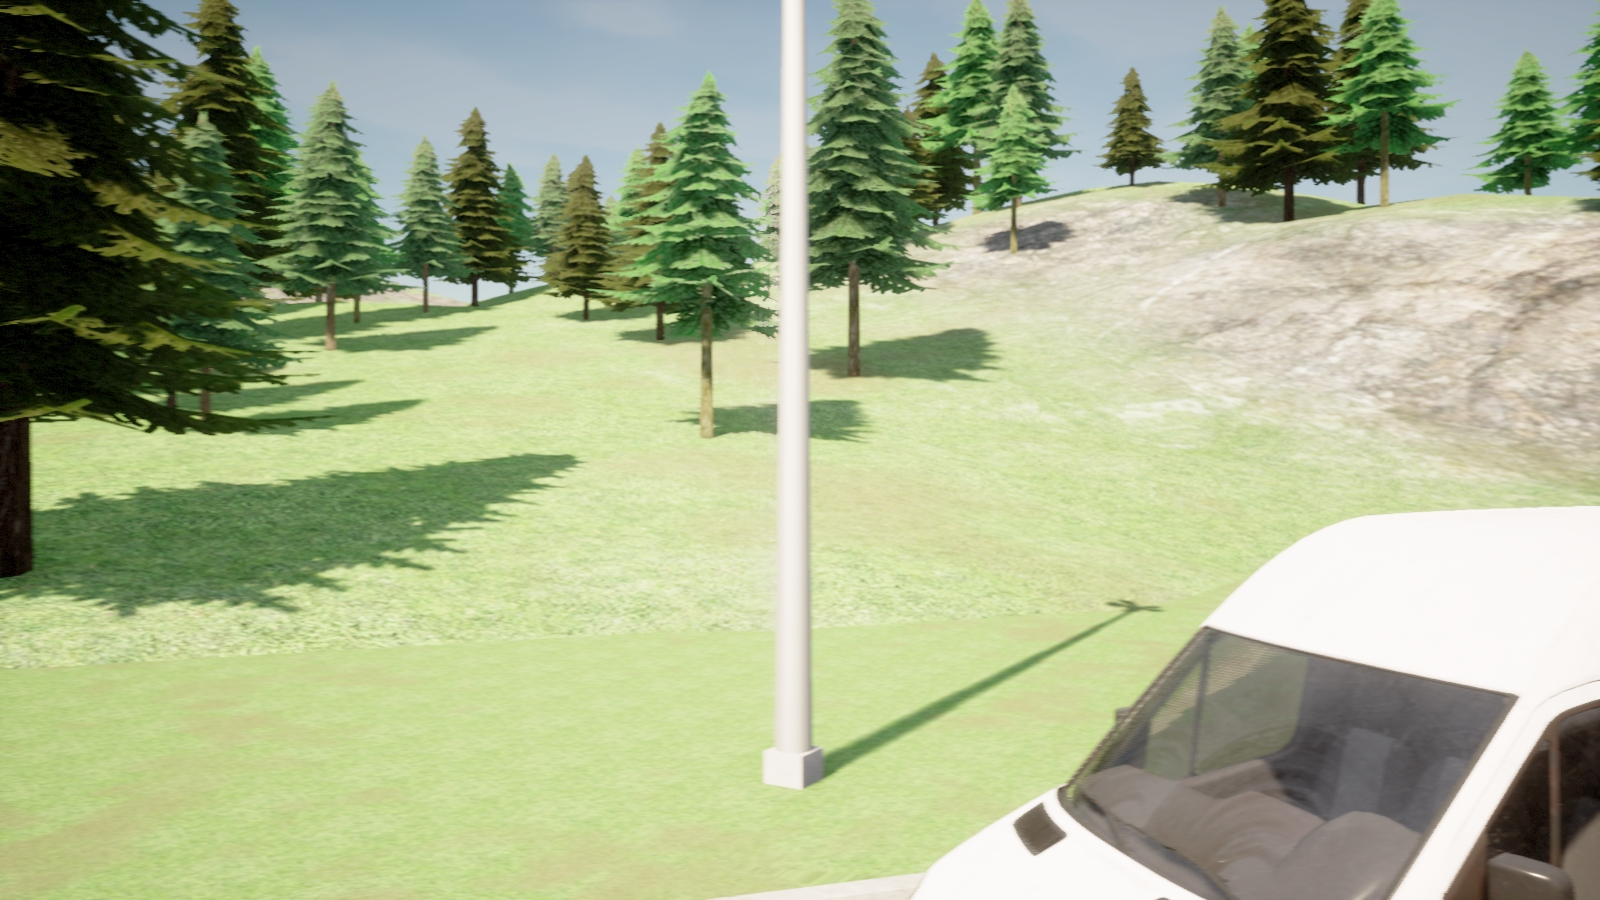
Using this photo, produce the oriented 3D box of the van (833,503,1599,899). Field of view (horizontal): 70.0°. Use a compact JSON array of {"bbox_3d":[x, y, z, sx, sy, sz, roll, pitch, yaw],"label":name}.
[{"bbox_3d":[3.256,1.536,4.572,5.915,2.561,1.988,0,-1,-15],"label":"van"}]
